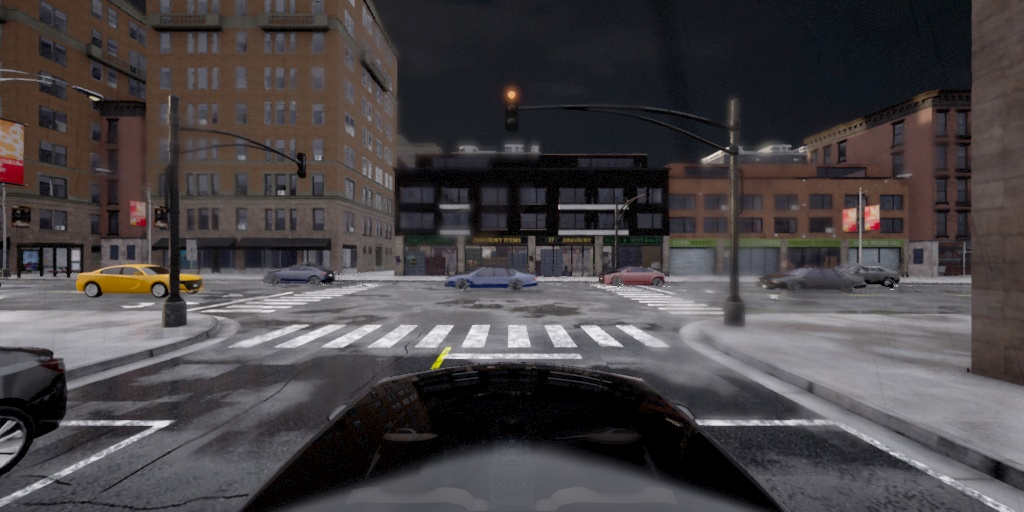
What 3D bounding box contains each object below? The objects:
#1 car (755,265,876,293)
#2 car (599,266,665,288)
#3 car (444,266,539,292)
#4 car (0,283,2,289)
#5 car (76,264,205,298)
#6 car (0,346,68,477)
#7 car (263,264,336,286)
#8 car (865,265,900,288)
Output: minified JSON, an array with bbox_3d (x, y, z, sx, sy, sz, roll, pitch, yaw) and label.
[{"bbox_3d":[17.424,1.390,20.964,5.357,1.411,2.033,0,0,0],"label":"car"},{"bbox_3d":[8.024,1.357,24.159,4.181,1.385,1.994,0,0,0],"label":"car"},{"bbox_3d":[-1.149,1.296,20.863,5.357,1.411,2.033,0,0,0],"label":"car"},{"bbox_3d":[-27.855,1.148,17.277,4.674,1.442,1.812,0,0,0],"label":"car"},{"bbox_3d":[-17.789,1.147,17.328,5.008,1.535,1.882,0,0,0],"label":"car"},{"bbox_3d":[-5.387,1.316,1.844,1.948,1.339,4.313,0,0,0],"label":"car"},{"bbox_3d":[-14.158,1.249,24.049,4.181,1.385,1.994,0,0,0],"label":"car"},{"bbox_3d":[23.181,1.364,24.242,4.902,1.511,2.128,0,0,0],"label":"car"}]
